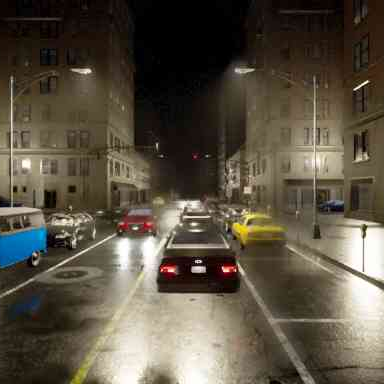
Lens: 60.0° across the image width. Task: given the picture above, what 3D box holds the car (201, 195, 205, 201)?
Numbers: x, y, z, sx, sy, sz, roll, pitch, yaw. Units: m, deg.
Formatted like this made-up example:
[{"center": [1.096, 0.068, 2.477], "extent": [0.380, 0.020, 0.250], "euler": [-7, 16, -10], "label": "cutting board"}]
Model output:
[{"center": [2.845, 1.582, 52.048], "extent": [1.802, 1.307, 4.206], "euler": [0, 0, 0], "label": "car"}]

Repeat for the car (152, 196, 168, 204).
[{"center": [-5.181, 1.525, 51.909], "extent": [1.752, 1.417, 4.829], "euler": [0, 0, 0], "label": "car"}]

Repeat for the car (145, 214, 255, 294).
[{"center": [0.133, 1.547, 8.943], "extent": [2.033, 1.411, 5.357], "euler": [0, 0, 0], "label": "car"}]

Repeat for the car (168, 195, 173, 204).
[{"center": [-5.134, 1.564, 63.442], "extent": [1.947, 1.339, 4.313], "euler": [0, 0, 0], "label": "car"}]

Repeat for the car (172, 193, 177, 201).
[{"center": [-5.089, 1.546, 74.804], "extent": [2.008, 1.369, 4.403], "euler": [0, 0, 0], "label": "car"}]

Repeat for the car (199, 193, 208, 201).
[{"center": [2.913, 1.437, 69.094], "extent": [1.967, 1.590, 4.097], "euler": [0, 0, 0], "label": "car"}]

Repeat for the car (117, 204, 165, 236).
[{"center": [-2.699, 1.564, 18.053], "extent": [1.994, 1.385, 4.181], "euler": [0, 0, 1], "label": "car"}]

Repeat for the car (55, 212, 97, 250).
[{"center": [-5.336, 1.551, 14.116], "extent": [2.008, 1.369, 4.403], "euler": [0, 0, 0], "label": "car"}]

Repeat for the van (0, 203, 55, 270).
[{"center": [-5.359, 1.341, 8.710], "extent": [1.690, 1.788, 3.998], "euler": [0, 0, 0], "label": "van"}]

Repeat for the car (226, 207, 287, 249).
[{"center": [2.699, 1.525, 14.255], "extent": [1.752, 1.417, 4.829], "euler": [0, 0, 0], "label": "car"}]

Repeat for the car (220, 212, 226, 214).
[{"center": [2.715, 1.551, 19.491], "extent": [2.008, 1.369, 4.403], "euler": [0, 0, 0], "label": "car"}]

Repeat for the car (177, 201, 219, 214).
[{"center": [0.187, 1.492, 19.390], "extent": [2.128, 1.511, 4.902], "euler": [0, 0, -2], "label": "car"}]

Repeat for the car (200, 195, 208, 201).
[{"center": [2.982, 1.558, 86.139], "extent": [1.947, 1.339, 4.313], "euler": [0, 0, 0], "label": "car"}]

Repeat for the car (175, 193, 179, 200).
[{"center": [-5.043, 1.432, 86.166], "extent": [1.967, 1.590, 4.097], "euler": [0, 0, 0], "label": "car"}]

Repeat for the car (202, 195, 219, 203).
[{"center": [2.822, 1.551, 46.367], "extent": [2.008, 1.369, 4.403], "euler": [0, 0, 0], "label": "car"}]

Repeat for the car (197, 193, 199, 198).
[{"center": [2.959, 1.309, 80.457], "extent": [2.192, 1.841, 5.009], "euler": [0, 0, 0], "label": "car"}]

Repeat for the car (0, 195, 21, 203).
[{"center": [-18.266, 1.309, 31.214], "extent": [5.566, 2.045, 2.150], "euler": [1, 0, 0], "label": "car"}]

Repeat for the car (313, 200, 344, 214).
[{"center": [14.651, 1.475, 34.083], "extent": [4.181, 1.385, 1.994], "euler": [0, 0, 0], "label": "car"}]
